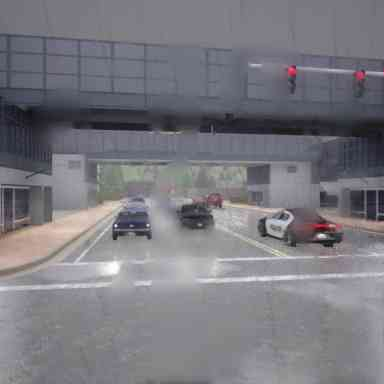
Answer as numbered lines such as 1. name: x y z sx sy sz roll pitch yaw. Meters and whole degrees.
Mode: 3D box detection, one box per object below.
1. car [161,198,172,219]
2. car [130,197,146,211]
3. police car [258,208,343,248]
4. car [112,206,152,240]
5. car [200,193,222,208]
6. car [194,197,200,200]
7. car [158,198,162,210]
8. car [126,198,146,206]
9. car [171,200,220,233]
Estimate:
1. car: -1.375 1.478 29.469 1.882 1.535 5.008 0 0 -9
2. car: -6.920 1.477 42.748 1.882 1.535 5.008 0 0 -8
3. police car: 4.551 1.509 15.044 2.038 1.542 4.974 0 0 -9
4. car: -3.034 1.601 17.159 1.895 1.301 4.718 0 0 -9
5. car: 2.939 1.221 48.519 2.150 2.045 5.566 0 0 -6
6. car: 1.300 1.564 58.951 1.994 1.385 4.181 0 0 -9
7. car: -3.267 1.503 41.974 1.837 1.490 4.892 0 0 -8
8. car: -4.457 1.478 26.464 1.882 1.535 5.008 0 0 -9
9. car: 0.044 1.478 20.174 1.882 1.535 5.008 0 0 -9
